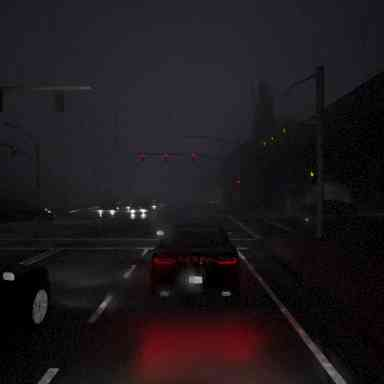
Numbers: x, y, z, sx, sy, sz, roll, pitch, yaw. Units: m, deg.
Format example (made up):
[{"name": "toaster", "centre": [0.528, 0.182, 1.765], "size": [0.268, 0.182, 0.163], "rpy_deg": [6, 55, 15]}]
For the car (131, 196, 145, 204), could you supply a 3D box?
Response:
[{"name": "car", "centre": [-10.211, 1.526, 63.223], "size": [1.812, 1.442, 4.674], "rpy_deg": [0, 0, 2]}]

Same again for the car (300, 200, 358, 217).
[{"name": "car", "centre": [12.661, 1.478, 30.894], "size": [5.008, 1.535, 1.882], "rpy_deg": [0, 0, 0]}]

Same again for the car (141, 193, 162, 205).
[{"name": "car", "centre": [-6.910, 1.352, 56.520], "size": [2.097, 1.767, 4.553], "rpy_deg": [0, 0, 2]}]

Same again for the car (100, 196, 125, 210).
[{"name": "car", "centre": [-10.705, 1.505, 44.077], "size": [1.837, 1.490, 4.892], "rpy_deg": [0, 0, 1]}]

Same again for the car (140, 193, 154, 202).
[{"name": "car", "centre": [-9.873, 1.200, 73.904], "size": [2.150, 2.045, 5.566], "rpy_deg": [0, 0, 2]}]

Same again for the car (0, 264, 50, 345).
[{"name": "car", "centre": [-3.440, 1.478, 3.903], "size": [1.882, 1.535, 5.008], "rpy_deg": [0, 0, 0]}]

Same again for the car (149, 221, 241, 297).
[{"name": "car", "centre": [0.070, 1.478, 8.635], "size": [1.882, 1.535, 5.008], "rpy_deg": [0, 0, 0]}]

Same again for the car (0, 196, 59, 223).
[{"name": "car", "centre": [-12.409, 1.351, 24.168], "size": [4.553, 1.767, 2.097], "rpy_deg": [0, 0, -16]}]

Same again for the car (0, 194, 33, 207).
[{"name": "car", "centre": [-24.888, 1.156, 46.985], "size": [3.866, 1.878, 1.905], "rpy_deg": [0, 0, 0]}]

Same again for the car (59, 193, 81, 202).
[{"name": "car", "centre": [-24.903, 1.156, 66.608], "size": [3.866, 1.878, 1.905], "rpy_deg": [0, 0, 0]}]

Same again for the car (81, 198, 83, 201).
[{"name": "car", "centre": [-24.888, 1.395, 69.503], "size": [3.806, 1.475, 1.970], "rpy_deg": [0, 0, 0]}]

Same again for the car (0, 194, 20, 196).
[{"name": "car", "centre": [-24.946, 1.153, 44.090], "size": [4.605, 1.855, 1.932], "rpy_deg": [0, 0, 0]}]

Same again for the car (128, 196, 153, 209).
[{"name": "car", "centre": [-7.157, 1.601, 46.712], "size": [1.895, 1.301, 4.718], "rpy_deg": [0, 0, 1]}]

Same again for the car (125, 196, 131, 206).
[{"name": "car", "centre": [-10.513, 1.352, 53.077], "size": [2.097, 1.767, 4.553], "rpy_deg": [0, 0, 2]}]

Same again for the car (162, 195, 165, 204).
[{"name": "car", "centre": [-6.605, 1.352, 66.373], "size": [2.097, 1.767, 4.553], "rpy_deg": [0, 0, 2]}]
